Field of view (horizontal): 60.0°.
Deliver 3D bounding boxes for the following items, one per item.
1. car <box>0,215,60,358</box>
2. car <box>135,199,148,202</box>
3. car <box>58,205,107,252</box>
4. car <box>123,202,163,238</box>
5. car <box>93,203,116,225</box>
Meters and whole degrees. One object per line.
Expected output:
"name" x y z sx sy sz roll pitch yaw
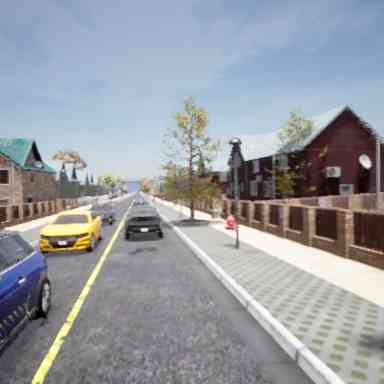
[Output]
"car" -3.464 1.427 4.351 2.097 1.767 4.553 -2 0 -8
"car" -6.759 1.568 43.828 2.033 1.411 5.357 -2 0 -9
"car" -5.030 1.557 14.356 1.882 1.535 5.008 -2 0 -9
"car" -2.602 1.509 17.835 1.837 1.490 4.892 -2 0 -9
"car" -6.644 1.590 24.500 1.837 1.490 4.892 -2 0 -9
